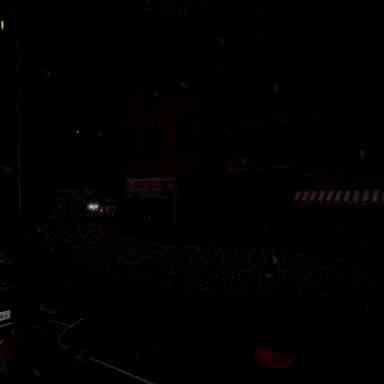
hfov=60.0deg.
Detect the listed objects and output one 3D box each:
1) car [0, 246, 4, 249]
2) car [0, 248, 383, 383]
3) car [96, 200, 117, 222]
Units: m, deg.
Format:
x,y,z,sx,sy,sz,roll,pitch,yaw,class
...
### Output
x,y,z,sx,sy,sz,roll,pitch,yaw,class
-4.496,1.545,6.024,4.403,1.369,2.008,0,0,35,car
-0.014,1.439,2.829,4.097,1.590,1.967,0,0,35,car
-6.304,1.739,31.216,2.150,2.045,5.566,0,-2,36,car
